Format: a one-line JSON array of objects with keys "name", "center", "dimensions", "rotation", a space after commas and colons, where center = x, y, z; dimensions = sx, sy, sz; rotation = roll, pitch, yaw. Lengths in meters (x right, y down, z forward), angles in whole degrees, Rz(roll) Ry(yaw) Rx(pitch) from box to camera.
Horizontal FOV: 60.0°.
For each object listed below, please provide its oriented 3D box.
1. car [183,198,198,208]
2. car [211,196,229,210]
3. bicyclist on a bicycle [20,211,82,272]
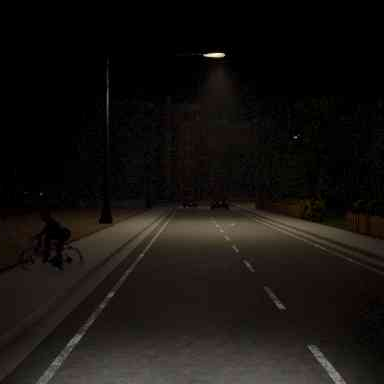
[{"name": "car", "center": [-0.248, 1.593, 47.105], "dimensions": [1.994, 1.385, 4.181], "rotation": [0, -1, -3]}, {"name": "car", "center": [3.541, 1.352, 42.966], "dimensions": [2.097, 1.767, 4.553], "rotation": [0, 0, 1]}, {"name": "bicyclist on a bicycle", "center": [-3.697, 1.329, 8.722], "dimensions": [1.656, 1.620, 0.582], "rotation": [0, -1, 0]}]
